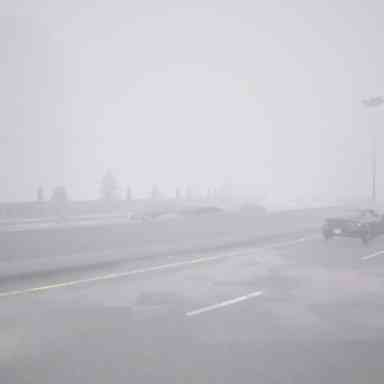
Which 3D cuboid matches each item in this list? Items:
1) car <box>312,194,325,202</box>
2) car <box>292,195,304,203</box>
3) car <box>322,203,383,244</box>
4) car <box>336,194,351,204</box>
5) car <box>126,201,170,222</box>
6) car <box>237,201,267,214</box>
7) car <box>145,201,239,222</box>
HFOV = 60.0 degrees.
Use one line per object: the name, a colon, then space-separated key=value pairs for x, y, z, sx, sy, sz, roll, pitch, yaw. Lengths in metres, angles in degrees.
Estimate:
car: x=23.765 y=1.122 z=62.741 sx=1.837 sy=1.490 sz=4.892 roll=0 pitch=1 yaw=16
car: x=18.868 y=1.236 z=59.125 sx=1.994 sy=1.385 sz=4.181 roll=0 pitch=0 yaw=20
car: x=7.600 y=1.419 z=15.233 sx=4.674 sy=1.442 sz=1.812 roll=-1 pitch=0 yaw=-44
car: x=24.071 y=1.135 z=53.033 sx=2.128 sy=1.511 sz=4.902 roll=0 pitch=0 yaw=22
car: x=-2.666 y=1.446 z=25.017 sx=4.902 sy=1.511 sz=2.128 roll=-1 pitch=0 yaw=-45
car: x=4.130 y=1.438 z=27.015 sx=2.033 sy=1.411 sz=5.357 roll=0 pitch=0 yaw=42
car: x=0.126 y=1.455 z=18.024 sx=4.892 sy=1.490 sz=1.837 roll=-1 pitch=1 yaw=-43
